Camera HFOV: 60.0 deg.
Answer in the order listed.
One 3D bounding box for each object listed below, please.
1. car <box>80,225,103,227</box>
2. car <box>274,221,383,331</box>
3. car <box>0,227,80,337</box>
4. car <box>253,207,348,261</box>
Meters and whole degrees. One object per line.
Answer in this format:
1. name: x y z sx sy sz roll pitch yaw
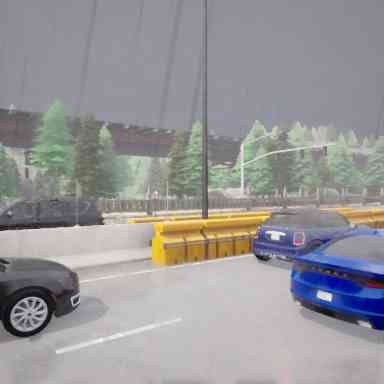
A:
1. car: -6.093 1.223 12.536 5.566 2.045 2.150 0 0 -35
2. car: 4.091 1.478 6.669 5.008 1.535 1.882 0 0 -36
3. car: -4.235 1.505 5.025 4.892 1.490 1.837 0 0 -35
4. car: 4.185 1.352 11.037 4.553 1.767 2.097 0 0 -36
